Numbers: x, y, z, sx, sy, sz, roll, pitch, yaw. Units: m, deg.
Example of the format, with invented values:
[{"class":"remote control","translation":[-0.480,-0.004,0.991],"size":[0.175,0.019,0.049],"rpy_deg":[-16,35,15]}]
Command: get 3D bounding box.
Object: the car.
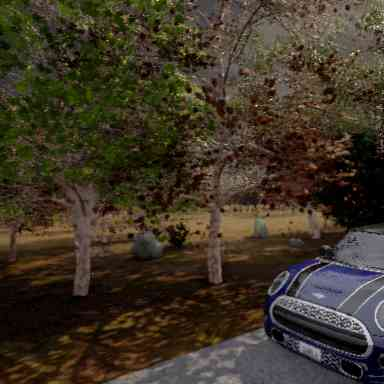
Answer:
[{"class":"car","translation":[3.273,1.334,5.343],"size":[4.553,1.767,2.097],"rpy_deg":[0,0,-35]}]
